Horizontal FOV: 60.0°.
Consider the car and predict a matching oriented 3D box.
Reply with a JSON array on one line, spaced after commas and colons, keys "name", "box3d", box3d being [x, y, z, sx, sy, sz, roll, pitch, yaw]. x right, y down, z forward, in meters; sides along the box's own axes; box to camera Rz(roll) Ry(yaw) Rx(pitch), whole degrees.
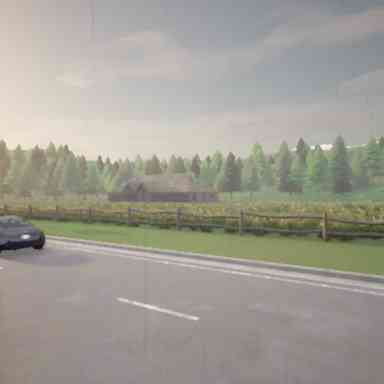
[{"name": "car", "box3d": [-7.983, 1.699, 13.882, 4.181, 1.385, 1.994, -1, 0, 36]}]
